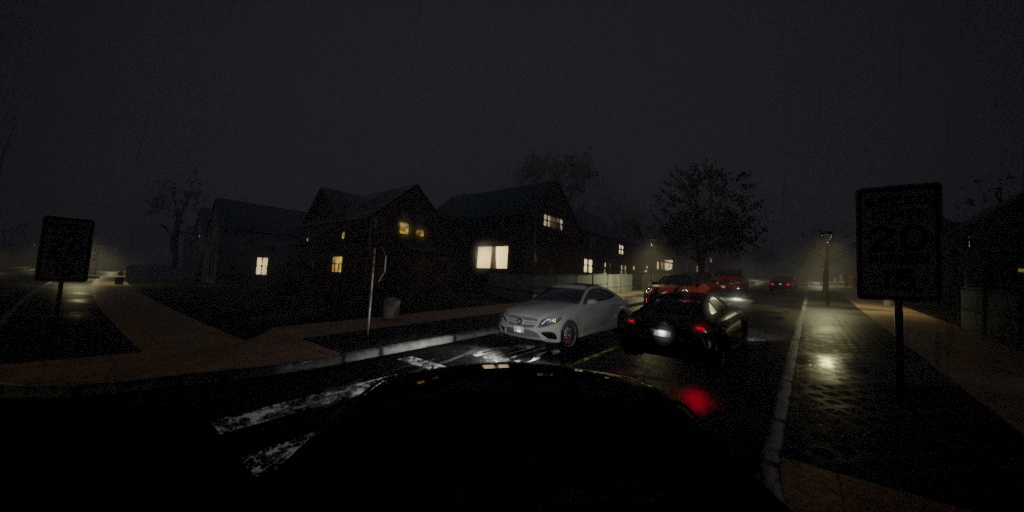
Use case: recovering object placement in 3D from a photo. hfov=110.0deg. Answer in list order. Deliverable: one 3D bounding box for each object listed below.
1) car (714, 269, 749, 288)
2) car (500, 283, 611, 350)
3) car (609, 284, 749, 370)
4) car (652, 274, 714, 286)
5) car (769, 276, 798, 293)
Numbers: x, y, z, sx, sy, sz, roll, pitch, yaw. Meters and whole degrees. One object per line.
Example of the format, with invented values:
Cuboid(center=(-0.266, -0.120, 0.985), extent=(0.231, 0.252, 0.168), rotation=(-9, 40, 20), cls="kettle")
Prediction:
Cuboid(center=(17.515, 2.043, 28.837), extent=(2.150, 2.045, 5.566), rotation=(0, -2, 40), cls="car")
Cuboid(center=(1.689, 1.503, 9.997), extent=(1.812, 1.442, 4.674), rotation=(0, -2, 41), cls="car")
Cuboid(center=(4.209, 1.545, 8.514), extent=(1.994, 1.385, 4.181), rotation=(0, -2, 40), cls="car")
Cuboid(center=(8.225, 1.677, 17.756), extent=(2.097, 1.767, 4.553), rotation=(0, -2, 40), cls="car")
Cuboid(center=(25.741, 2.672, 34.147), extent=(2.033, 1.411, 5.357), rotation=(0, -2, 40), cls="car")
